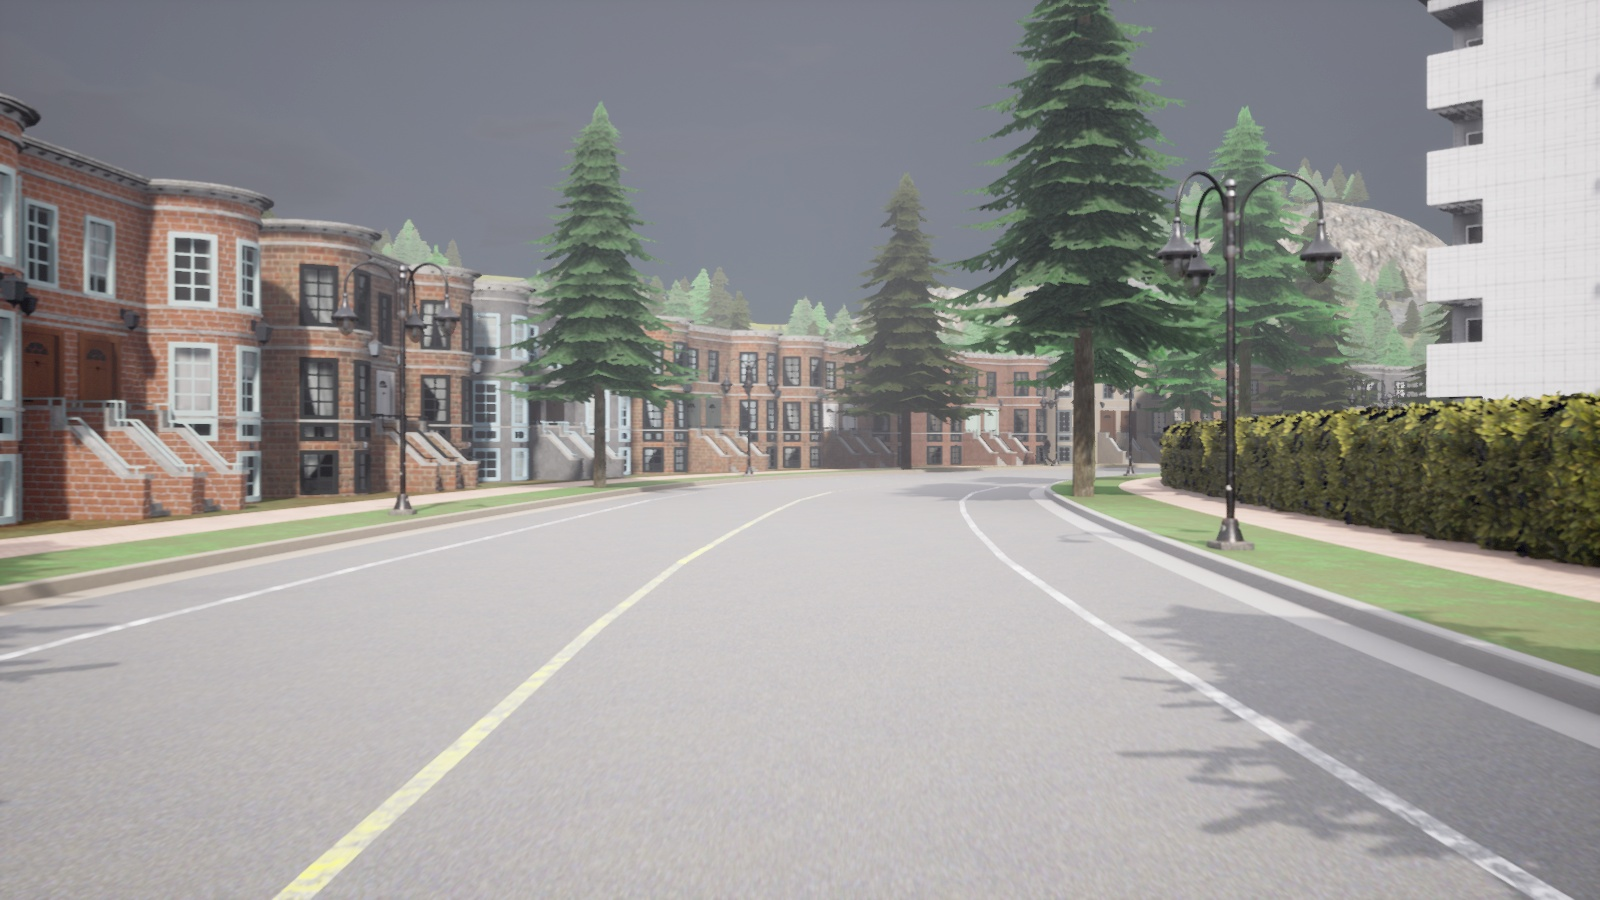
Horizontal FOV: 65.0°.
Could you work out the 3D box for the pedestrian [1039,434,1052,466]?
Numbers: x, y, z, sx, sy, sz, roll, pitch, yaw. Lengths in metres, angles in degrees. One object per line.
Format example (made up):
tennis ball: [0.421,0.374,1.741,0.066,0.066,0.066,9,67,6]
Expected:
pedestrian: [14.476,0.001,74.103,0.666,1.930,0.402,0,0,-37]
